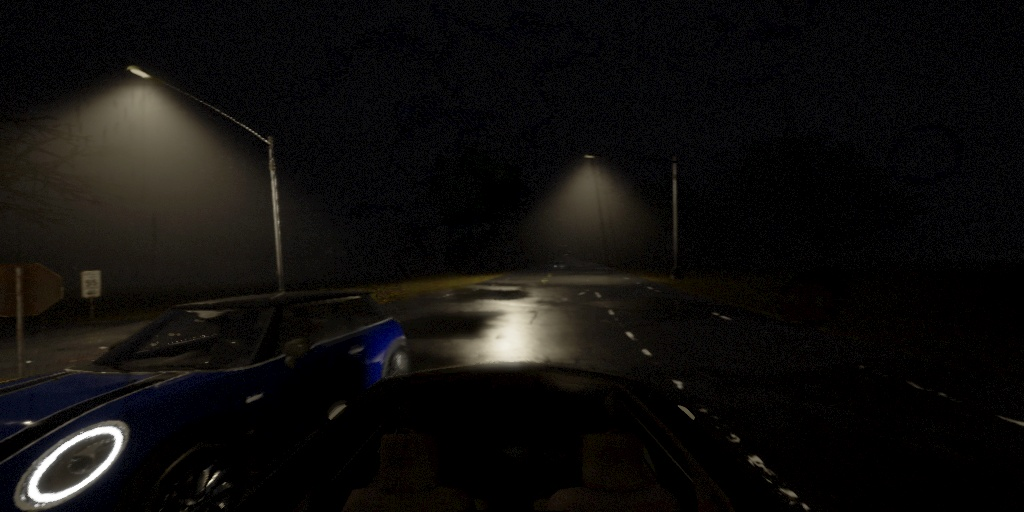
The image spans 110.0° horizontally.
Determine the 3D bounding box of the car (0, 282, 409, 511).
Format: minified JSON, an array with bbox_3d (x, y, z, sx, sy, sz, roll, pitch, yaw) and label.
[{"bbox_3d":[-2.921,1.222,3.925,2.097,1.767,4.553,-2,-2,7],"label":"car"}]
